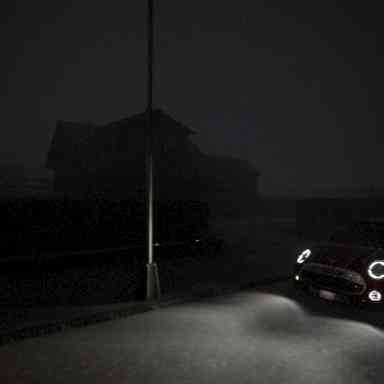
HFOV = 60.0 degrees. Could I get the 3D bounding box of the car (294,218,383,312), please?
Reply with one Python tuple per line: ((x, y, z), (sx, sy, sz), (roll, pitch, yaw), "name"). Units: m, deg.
((4.460, 1.430, 7.777), (4.553, 1.767, 2.097), (1, 0, -35), "car")
